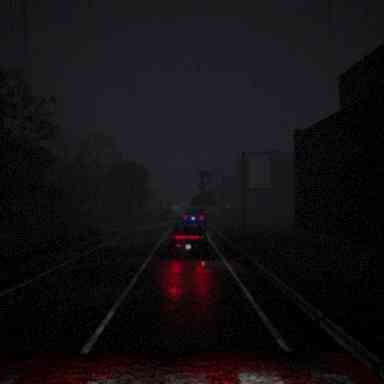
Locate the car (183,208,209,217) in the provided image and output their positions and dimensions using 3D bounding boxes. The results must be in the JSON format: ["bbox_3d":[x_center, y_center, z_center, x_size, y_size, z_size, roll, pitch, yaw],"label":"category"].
[{"bbox_3d":[0.384,2.621,32.908,2.150,2.045,5.566,0,-3,6],"label":"car"}]

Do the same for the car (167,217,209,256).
[{"bbox_3d":[-0.213,2.248,16.707,2.128,1.511,4.902,0,-2,-1],"label":"car"}]
